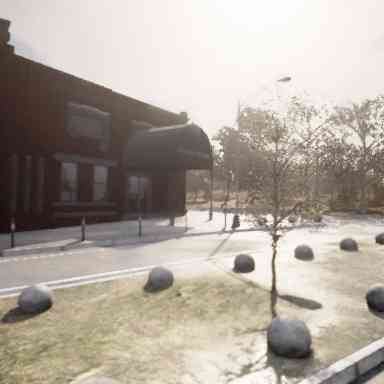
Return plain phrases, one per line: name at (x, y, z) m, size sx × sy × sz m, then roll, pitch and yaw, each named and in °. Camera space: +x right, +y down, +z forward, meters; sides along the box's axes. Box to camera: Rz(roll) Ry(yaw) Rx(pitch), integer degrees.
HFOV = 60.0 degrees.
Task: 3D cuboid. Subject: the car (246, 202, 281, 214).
car at (8.771, 1.915, 40.936) m, size 4.181 × 1.385 × 1.994 m, roll 1°, pitch -1°, yaw 34°
